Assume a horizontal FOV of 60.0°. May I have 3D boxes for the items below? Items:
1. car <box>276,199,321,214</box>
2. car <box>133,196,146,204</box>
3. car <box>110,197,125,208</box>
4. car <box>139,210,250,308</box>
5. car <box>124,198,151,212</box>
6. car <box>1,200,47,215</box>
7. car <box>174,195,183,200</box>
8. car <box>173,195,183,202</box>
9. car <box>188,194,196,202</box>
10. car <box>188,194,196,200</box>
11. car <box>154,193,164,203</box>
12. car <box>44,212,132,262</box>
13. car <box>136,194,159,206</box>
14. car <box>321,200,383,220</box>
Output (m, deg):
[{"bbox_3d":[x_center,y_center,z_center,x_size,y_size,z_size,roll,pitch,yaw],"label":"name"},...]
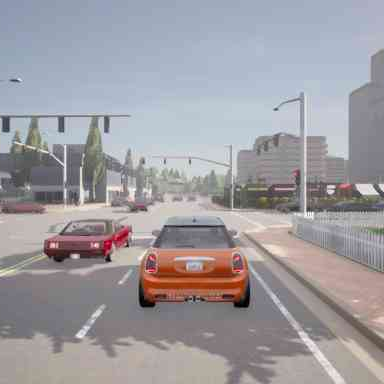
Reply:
[{"bbox_3d":[11.254,1.491,34.762,4.902,1.511,2.128,0,0,-1],"label":"car"},{"bbox_3d":[-10.552,1.564,67.014,1.994,1.385,4.181,0,0,0],"label":"car"},{"bbox_3d":[-10.621,1.504,48.639,1.837,1.490,4.892,0,0,0],"label":"car"},{"bbox_3d":[0.060,1.352,8.101,2.097,1.767,4.553,0,0,0],"label":"car"},{"bbox_3d":[-6.059,1.601,36.705,1.895,1.301,4.718,0,0,-15],"label":"car"},{"bbox_3d":[-17.276,1.563,34.296,4.181,1.385,1.994,0,0,-11],"label":"car"},{"bbox_3d":[-3.544,1.424,87.709,1.994,1.385,4.181,0,0,0],"label":"car"},{"bbox_3d":[-3.539,1.513,77.754,1.812,1.442,4.674,0,0,0],"label":"car"},{"bbox_3d":[-0.039,1.531,77.437,2.033,1.411,5.357,0,0,0],"label":"car"},{"bbox_3d":[-0.044,1.397,87.712,2.128,1.511,4.902,0,0,0],"label":"car"},{"bbox_3d":[-7.035,1.220,69.237,2.150,2.045,5.566,0,0,0],"label":"car"},{"bbox_3d":[-3.422,1.601,11.996,1.895,1.301,4.718,0,0,0],"label":"car"},{"bbox_3d":[-7.118,1.491,53.510,2.128,1.511,4.902,0,0,0],"label":"car"},{"bbox_3d":[13.749,1.505,27.613,4.892,1.490,1.837,0,0,-1],"label":"car"}]
